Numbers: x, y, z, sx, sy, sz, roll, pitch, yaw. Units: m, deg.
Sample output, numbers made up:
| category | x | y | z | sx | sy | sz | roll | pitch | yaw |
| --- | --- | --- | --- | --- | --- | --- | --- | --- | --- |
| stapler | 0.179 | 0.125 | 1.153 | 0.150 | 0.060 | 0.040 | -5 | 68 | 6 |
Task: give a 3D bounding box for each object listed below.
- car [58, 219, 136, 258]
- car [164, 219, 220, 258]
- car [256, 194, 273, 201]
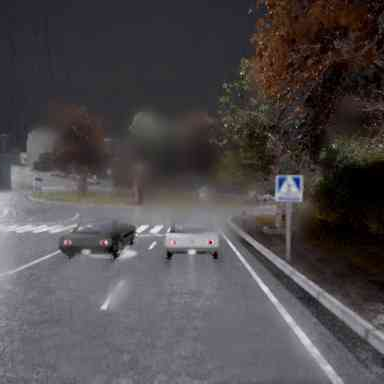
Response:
| category | x | y | z | sx | sy | sz | roll | pitch | yaw |
| --- | --- | --- | --- | --- | --- | --- | --- | --- | --- |
| car | -3.479 | 1.711 | 13.243 | 1.895 | 1.301 | 4.718 | 0 | 0 | 1 |
| car | 0.021 | 1.711 | 13.237 | 1.895 | 1.301 | 4.718 | 0 | 0 | 0 |
| car | 16.043 | 1.143 | 74.027 | 1.812 | 1.442 | 4.674 | -1 | 1 | -23 |
